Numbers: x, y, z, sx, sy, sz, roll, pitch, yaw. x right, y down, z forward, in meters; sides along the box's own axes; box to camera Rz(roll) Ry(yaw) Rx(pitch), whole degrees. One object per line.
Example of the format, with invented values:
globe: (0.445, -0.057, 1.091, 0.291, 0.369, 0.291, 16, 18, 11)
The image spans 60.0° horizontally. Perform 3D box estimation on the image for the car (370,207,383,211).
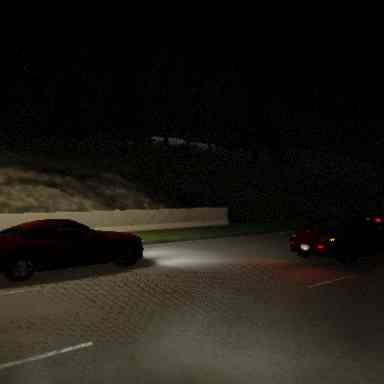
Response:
car: (12.000, 1.610, 20.205, 5.357, 1.411, 2.033, 0, 0, -33)

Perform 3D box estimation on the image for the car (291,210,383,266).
car: (5.447, 1.558, 11.702, 4.674, 1.442, 1.812, 0, 0, -34)

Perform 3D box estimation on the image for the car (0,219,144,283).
car: (-3.694, 1.531, 9.676, 4.674, 1.442, 1.812, 0, 0, -35)
